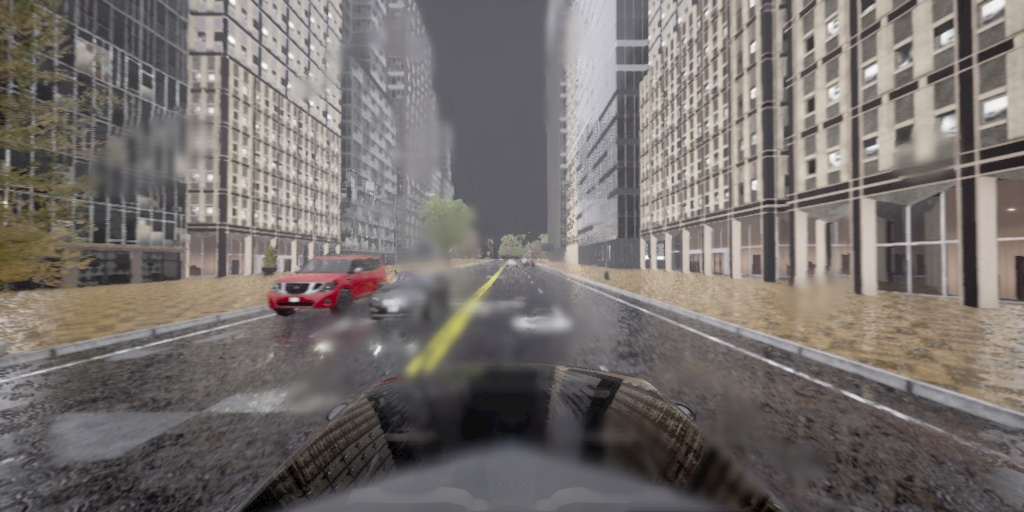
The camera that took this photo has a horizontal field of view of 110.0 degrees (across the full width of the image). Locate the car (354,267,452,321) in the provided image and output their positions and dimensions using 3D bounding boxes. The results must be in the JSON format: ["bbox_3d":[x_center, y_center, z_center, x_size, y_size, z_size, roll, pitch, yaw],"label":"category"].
[{"bbox_3d":[-3.312,1.246,12.552,2.128,1.511,4.902,0,0,0],"label":"car"}]

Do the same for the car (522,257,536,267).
[{"bbox_3d":[3.221,1.305,65.355,1.812,1.442,4.674,0,0,0],"label":"car"}]

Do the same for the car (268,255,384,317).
[{"bbox_3d":[-6.554,0.976,13.615,2.150,2.045,5.566,0,0,1],"label":"car"}]

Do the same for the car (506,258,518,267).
[{"bbox_3d":[-0.030,1.303,65.355,1.812,1.442,4.674,0,0,0],"label":"car"}]
